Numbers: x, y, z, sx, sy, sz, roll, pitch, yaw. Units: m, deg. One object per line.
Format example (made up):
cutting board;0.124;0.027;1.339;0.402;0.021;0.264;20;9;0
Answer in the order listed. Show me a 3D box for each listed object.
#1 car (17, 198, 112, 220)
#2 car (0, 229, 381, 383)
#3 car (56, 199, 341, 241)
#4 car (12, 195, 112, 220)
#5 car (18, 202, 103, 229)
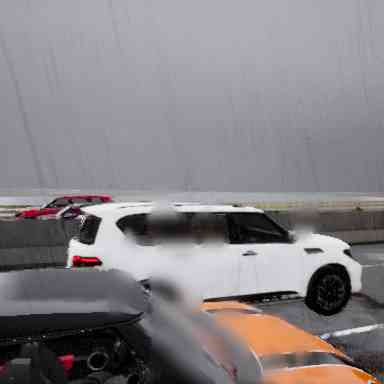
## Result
car;-5.382;1.346;15.614;4.553;1.767;2.097;0;0;-20
car;-0.770;1.350;2.183;4.553;1.767;2.097;0;0;-20
car;0.485;1.219;6.355;5.566;2.045;2.150;0;0;-20
car;-7.000;1.215;18.754;5.566;2.045;2.150;0;0;-20
car;-8.549;1.470;21.914;5.008;1.535;1.882;0;0;-20
